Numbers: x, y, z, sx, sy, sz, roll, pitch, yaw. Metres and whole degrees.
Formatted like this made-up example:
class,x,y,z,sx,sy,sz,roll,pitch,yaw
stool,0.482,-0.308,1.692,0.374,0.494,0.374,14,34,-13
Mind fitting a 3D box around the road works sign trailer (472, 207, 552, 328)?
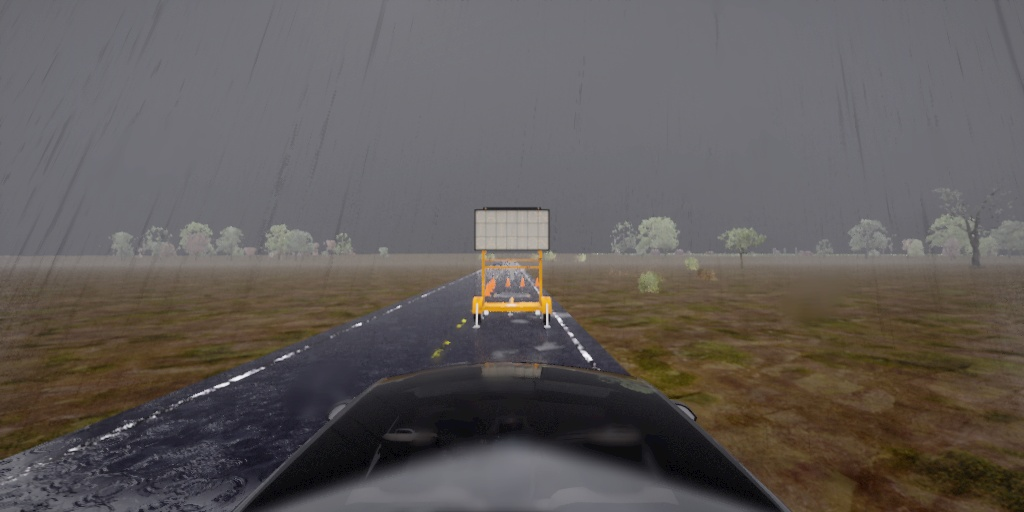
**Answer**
class,x,y,z,sx,sy,sz,roll,pitch,yaw
road works sign trailer,0.002,0.241,11.537,2.380,3.560,2.880,0,0,0
